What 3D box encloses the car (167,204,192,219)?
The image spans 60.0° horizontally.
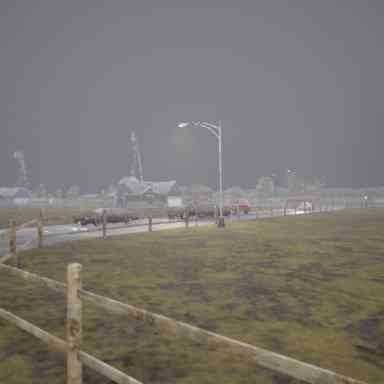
[{"bbox_3d":[-0.626,2.013,34.723,1.837,1.490,4.892,-2,-2,36],"label":"car"}]

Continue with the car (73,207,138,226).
[{"bbox_3d":[-6.648,1.884,26.309,2.033,1.411,5.357,-2,-2,36],"label":"car"}]

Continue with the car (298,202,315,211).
[{"bbox_3d":[19.406,2.456,56.360,1.812,1.442,4.674,-2,-2,36],"label":"car"}]

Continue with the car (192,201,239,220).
[{"bbox_3d":[2.403,1.918,32.621,1.837,1.490,4.892,-2,-2,36],"label":"car"}]

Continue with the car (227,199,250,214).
[{"bbox_3d":[5.568,1.912,43.383,2.150,2.045,5.566,-2,-2,36],"label":"car"}]
